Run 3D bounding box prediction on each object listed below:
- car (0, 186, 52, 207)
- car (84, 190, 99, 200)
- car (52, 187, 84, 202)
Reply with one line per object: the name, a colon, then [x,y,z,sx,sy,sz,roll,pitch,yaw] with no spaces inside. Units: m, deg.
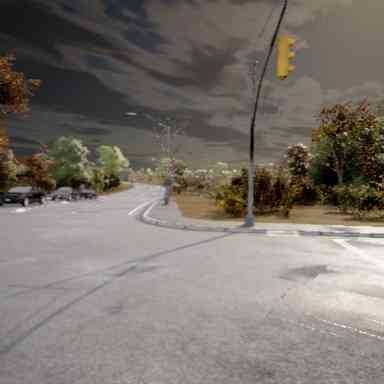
car: [-12.984,0.256,25.731,1.882,1.535,5.008,1,1,-3]
car: [-14.312,0.380,46.179,2.033,1.411,5.357,1,-1,-3]
car: [-13.661,0.240,36.100,1.837,1.490,4.892,1,-1,-3]
